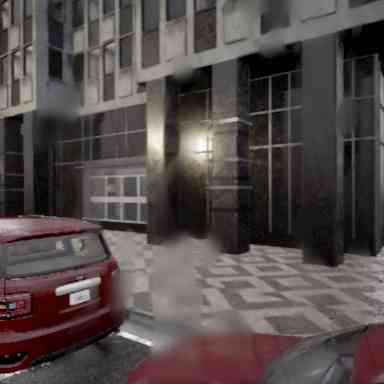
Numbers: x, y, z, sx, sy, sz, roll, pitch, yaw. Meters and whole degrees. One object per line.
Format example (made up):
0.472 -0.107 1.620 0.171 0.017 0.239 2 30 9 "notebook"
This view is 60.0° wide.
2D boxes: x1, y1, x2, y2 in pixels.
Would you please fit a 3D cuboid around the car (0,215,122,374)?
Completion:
-3.259 1.301 5.241 5.009 1.841 2.192 0 0 35 "car"

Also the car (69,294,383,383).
1.333 1.575 2.032 4.206 1.307 1.802 0 0 35 "car"
